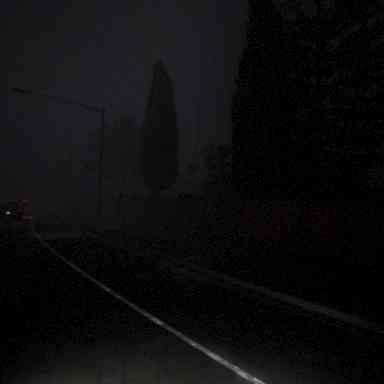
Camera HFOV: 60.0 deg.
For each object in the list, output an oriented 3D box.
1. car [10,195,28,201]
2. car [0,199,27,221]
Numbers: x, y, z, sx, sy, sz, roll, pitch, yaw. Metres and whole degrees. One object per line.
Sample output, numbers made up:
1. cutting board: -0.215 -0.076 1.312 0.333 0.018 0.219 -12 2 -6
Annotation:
1. car: -25.335 1.440 48.645 2.150 2.045 5.566 3 -2 -26
2. car: -14.773 1.564 26.992 1.994 1.385 4.181 3 -2 -26
